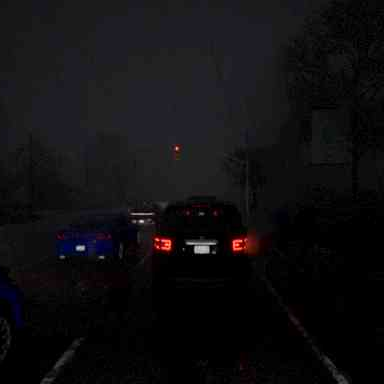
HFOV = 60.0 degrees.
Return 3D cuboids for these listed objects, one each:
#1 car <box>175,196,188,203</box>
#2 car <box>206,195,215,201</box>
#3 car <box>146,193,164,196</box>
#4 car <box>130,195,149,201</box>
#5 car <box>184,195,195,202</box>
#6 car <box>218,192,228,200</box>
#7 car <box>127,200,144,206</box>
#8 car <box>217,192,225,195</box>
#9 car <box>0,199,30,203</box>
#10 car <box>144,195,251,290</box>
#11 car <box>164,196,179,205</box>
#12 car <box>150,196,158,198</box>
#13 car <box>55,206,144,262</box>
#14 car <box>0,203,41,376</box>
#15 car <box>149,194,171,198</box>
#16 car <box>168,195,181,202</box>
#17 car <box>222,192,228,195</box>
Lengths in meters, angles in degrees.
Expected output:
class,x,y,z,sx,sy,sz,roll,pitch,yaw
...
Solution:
class,x,y,z,sx,sy,sz,roll,pitch,yaw
car,-2.111,1.546,67.862,1.994,1.385,4.181,0,0,9
car,4.868,1.501,88.828,1.812,1.442,4.674,0,0,11
car,-7.001,1.206,57.779,2.150,2.045,5.566,0,0,7
car,-8.025,1.551,48.479,1.994,1.385,4.181,0,0,6
car,-0.550,1.457,78.121,1.882,1.535,5.008,0,0,9
car,8.382,1.070,88.590,2.150,2.045,5.566,0,0,11
car,-2.810,1.486,21.622,2.128,1.511,4.902,0,0,2
car,0.593,1.216,19.525,2.150,2.045,5.566,0,0,2
car,-19.590,1.517,37.792,4.674,1.442,1.812,0,0,6
car,0.252,1.219,9.193,2.150,2.045,5.566,0,0,1
car,-3.459,1.510,57.872,1.812,1.442,4.674,0,0,7
car,-2.418,1.515,40.527,1.812,1.442,4.674,2,1,44
car,-3.171,1.474,12.130,1.882,1.535,5.008,0,0,2
car,-3.363,1.221,2.145,2.150,2.045,5.566,0,0,0
car,-4.495,1.465,48.612,1.882,1.535,5.008,0,0,6
car,-4.066,1.504,78.304,2.128,1.511,4.902,0,0,9
car,6.597,1.329,78.424,2.097,1.767,4.553,0,0,10
